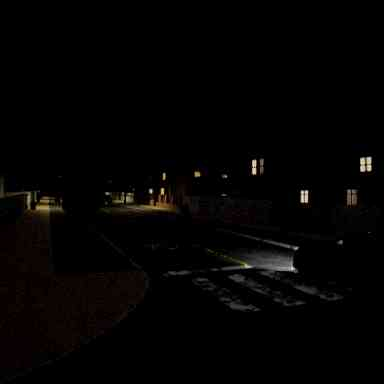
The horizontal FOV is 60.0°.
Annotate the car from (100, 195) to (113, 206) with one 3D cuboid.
[{"bbox_3d":[-12.082,1.120,45.500,1.837,1.490,4.892,1,0,-24],"label":"car"}]

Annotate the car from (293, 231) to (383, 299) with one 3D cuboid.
[{"bbox_3d":[4.315,1.579,7.671,1.994,1.385,4.181,1,0,-23],"label":"car"}]

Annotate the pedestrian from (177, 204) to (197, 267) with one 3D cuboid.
[{"bbox_3d":[-0.181,1.211,9.599,0.375,1.860,0.375,3,-2,-23],"label":"pedestrian"}]
